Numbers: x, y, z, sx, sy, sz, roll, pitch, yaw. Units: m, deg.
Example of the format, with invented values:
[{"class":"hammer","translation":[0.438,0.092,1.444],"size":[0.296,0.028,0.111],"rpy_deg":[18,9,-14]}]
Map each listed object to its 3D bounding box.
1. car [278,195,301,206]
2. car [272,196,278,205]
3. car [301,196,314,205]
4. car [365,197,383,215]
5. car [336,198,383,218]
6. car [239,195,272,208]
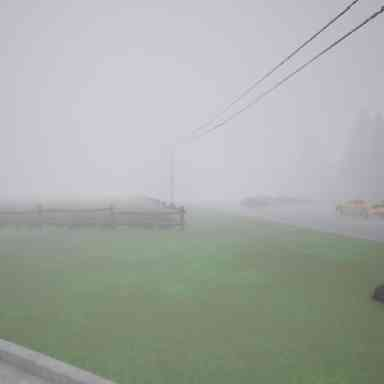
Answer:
[{"class":"car","translation":[13.397,1.197,48.653],"size":[1.837,1.490,4.892],"rpy_deg":[0,0,-13]},{"class":"car","translation":[9.986,1.208,47.866],"size":[1.837,1.490,4.892],"rpy_deg":[0,0,-13]},{"class":"car","translation":[16.597,1.241,50.386],"size":[1.994,1.385,4.181],"rpy_deg":[0,0,-13]},{"class":"car","translation":[17.766,1.277,29.018],"size":[1.882,1.535,5.008],"rpy_deg":[0,0,-13]},{"class":"car","translation":[14.357,1.287,28.224],"size":[1.882,1.535,5.008],"rpy_deg":[0,0,-13]},{"class":"car","translation":[7.660,1.287,42.206],"size":[2.033,1.411,5.357],"rpy_deg":[0,0,-13]}]
